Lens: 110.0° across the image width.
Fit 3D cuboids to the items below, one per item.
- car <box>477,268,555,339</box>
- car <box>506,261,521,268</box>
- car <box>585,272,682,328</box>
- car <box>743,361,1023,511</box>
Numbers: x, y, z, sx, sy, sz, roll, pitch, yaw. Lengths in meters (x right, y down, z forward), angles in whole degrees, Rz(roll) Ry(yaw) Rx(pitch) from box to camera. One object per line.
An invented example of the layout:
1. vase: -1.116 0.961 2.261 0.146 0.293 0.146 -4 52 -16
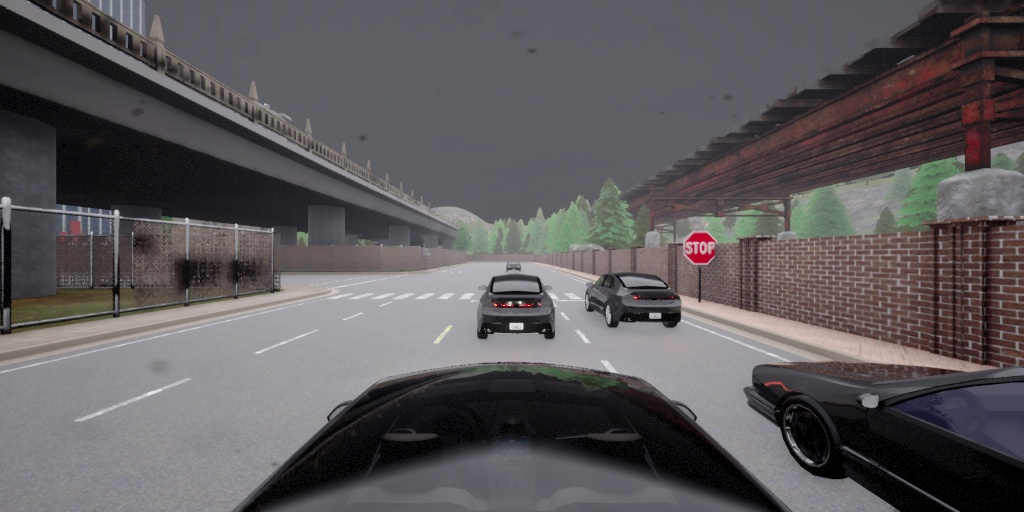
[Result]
1. car: 0.098 1.255 10.055 1.837 1.490 4.892 0 0 0
2. car: 0.182 1.351 46.334 1.895 1.301 4.718 0 0 -1
3. car: 3.600 1.255 11.414 1.837 1.490 4.892 0 0 0
4. car: 3.600 1.297 1.668 2.033 1.411 5.357 0 0 0
